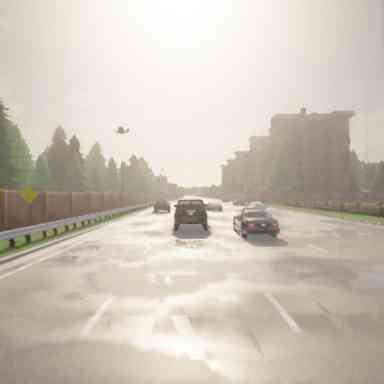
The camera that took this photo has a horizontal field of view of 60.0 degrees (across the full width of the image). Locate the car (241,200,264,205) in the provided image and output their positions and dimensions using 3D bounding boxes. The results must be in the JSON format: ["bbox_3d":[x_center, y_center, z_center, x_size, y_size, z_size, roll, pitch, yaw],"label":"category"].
[{"bbox_3d":[6.793,1.771,35.477,1.812,1.442,4.674,-1,0,0],"label":"car"}]

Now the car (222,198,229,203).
[{"bbox_3d":[9.345,2.322,93.924,1.895,1.301,4.718,-1,0,-1],"label":"car"}]

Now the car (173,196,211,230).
[{"bbox_3d":[-0.091,1.423,22.965,2.150,2.045,5.566,-1,0,-1],"label":"car"}]

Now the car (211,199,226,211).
[{"bbox_3d":[3.087,1.968,45.597,1.895,1.301,4.718,-1,0,-1],"label":"car"}]

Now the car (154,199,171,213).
[{"bbox_3d":[-3.900,1.774,44.669,2.097,1.767,4.553,-1,-1,-1],"label":"car"}]

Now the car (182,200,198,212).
[{"bbox_3d":[-0.355,1.910,47.774,2.128,1.511,4.902,-1,0,-1],"label":"car"}]

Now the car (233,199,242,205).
[{"bbox_3d":[9.715,2.067,69.694,1.994,1.385,4.181,-1,0,-1],"label":"car"}]

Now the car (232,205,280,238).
[{"bbox_3d":[3.451,1.678,18.694,2.033,1.411,5.357,-1,-1,-1],"label":"car"}]
